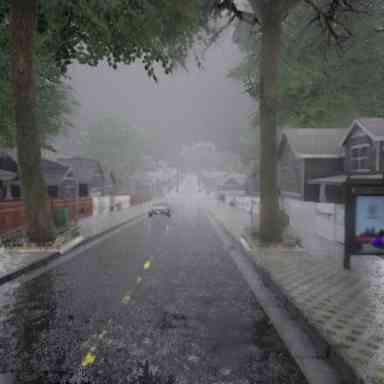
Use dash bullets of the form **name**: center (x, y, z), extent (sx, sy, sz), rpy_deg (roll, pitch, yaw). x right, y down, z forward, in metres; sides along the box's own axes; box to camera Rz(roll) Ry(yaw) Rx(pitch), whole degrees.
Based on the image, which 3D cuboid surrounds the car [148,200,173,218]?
- **car**: center (-2.744, 1.473, 29.590), extent (1.837, 1.490, 4.892), rpy_deg (0, 0, 0)
